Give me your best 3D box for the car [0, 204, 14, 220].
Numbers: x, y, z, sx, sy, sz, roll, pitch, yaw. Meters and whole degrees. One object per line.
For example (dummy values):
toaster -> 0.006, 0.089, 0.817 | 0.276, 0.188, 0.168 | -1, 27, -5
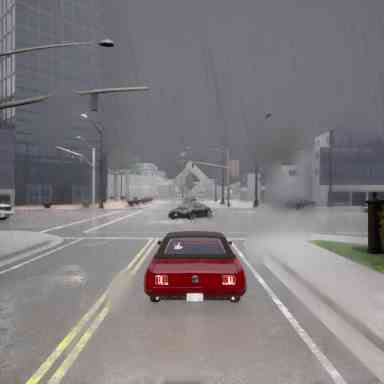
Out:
car -> -17.346, 1.339, 26.585 | 5.566, 2.045, 2.150 | -1, 0, 0

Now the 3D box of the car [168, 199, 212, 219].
car -> -0.103, 1.575, 27.190 | 1.994, 1.385, 4.181 | 0, 0, 35

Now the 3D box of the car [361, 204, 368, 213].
car -> 19.865, 1.480, 34.099 | 4.674, 1.442, 1.812 | -1, 0, -1

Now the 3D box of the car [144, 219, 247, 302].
car -> 0.068, 1.601, 8.189 | 1.895, 1.301, 4.718 | 0, 0, 0

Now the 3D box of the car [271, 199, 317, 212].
car -> 11.470, 1.488, 37.521 | 4.902, 1.511, 2.128 | 0, 0, 0
